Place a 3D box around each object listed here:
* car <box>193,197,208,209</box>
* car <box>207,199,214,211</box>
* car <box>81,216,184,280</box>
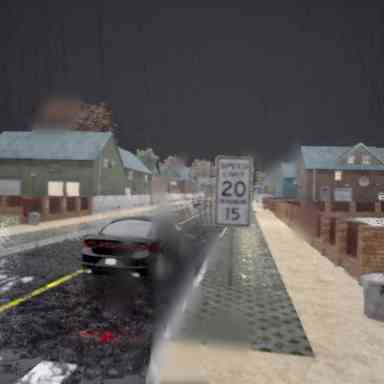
[{"bbox_3d":[1.385,1.435,45.292,2.033,1.411,5.357,2,0,9],"label":"car"},{"bbox_3d":[3.424,1.538,40.315,2.033,1.411,5.357,2,0,9],"label":"car"},{"bbox_3d":[-1.482,1.453,10.095,1.882,1.535,5.008,2,0,9],"label":"car"}]
